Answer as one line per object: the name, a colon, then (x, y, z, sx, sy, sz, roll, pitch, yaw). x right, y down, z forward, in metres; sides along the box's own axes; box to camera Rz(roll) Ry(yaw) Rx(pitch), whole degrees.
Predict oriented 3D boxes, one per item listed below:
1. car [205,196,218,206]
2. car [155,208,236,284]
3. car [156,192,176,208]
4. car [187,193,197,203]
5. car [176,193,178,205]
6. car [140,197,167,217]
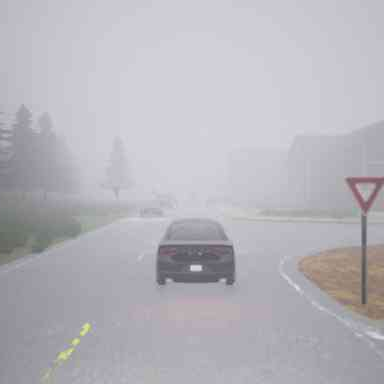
car: (2.981, 1.351, 52.327, 1.816, 1.474, 4.193, -6, 1, -2)
car: (0.092, 1.458, 9.553, 1.882, 1.535, 5.008, 0, 0, 0)
car: (-3.588, 1.139, 42.444, 2.150, 2.045, 5.566, 0, 0, 0)
car: (0.012, 1.420, 63.878, 2.033, 1.411, 5.357, 0, 0, 0)
car: (-3.557, 1.104, 57.976, 2.150, 2.045, 5.566, 0, 0, 0)
car: (-3.590, 1.465, 30.518, 1.812, 1.442, 4.674, 0, 0, 0)
